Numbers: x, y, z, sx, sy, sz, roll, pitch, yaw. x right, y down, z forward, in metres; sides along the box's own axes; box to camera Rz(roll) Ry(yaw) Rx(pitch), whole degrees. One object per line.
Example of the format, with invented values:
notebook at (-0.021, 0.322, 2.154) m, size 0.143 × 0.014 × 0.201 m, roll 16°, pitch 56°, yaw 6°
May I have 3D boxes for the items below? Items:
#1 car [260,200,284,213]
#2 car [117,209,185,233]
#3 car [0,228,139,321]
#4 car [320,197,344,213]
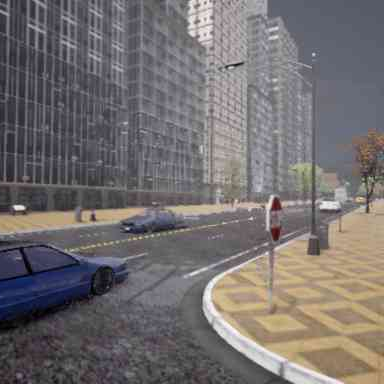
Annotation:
car at (10.640, 1.821, 44.185) m, size 2.097 × 1.767 × 4.553 m, roll 0°, pitch -1°, yaw 31°
car at (-2.470, 1.801, 21.865) m, size 2.033 × 1.411 × 5.357 m, roll 0°, pitch -1°, yaw 30°
car at (-3.662, 1.712, 6.743) m, size 2.033 × 1.411 × 5.357 m, roll -1°, pitch -1°, yaw 30°
car at (18.962, 1.723, 45.444) m, size 2.150 × 2.045 × 5.566 m, roll 0°, pitch -1°, yaw 30°
